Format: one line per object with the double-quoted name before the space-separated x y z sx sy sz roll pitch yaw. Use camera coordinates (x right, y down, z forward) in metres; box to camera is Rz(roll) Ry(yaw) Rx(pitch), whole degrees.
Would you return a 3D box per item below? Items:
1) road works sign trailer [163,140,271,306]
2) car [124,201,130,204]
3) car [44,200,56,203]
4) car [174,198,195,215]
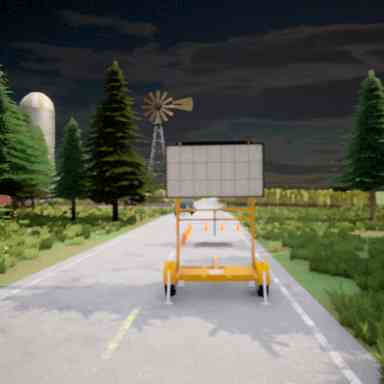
"road works sign trailer" 0.563 0.551 8.253 2.380 3.560 2.880 -1 -1 3
"car" -13.200 2.162 71.108 1.905 1.878 3.866 0 -1 -28
"car" -30.160 2.472 69.842 1.851 1.617 3.988 -1 -1 3
"car" -0.866 1.664 40.230 2.150 2.045 5.566 -1 -1 3
